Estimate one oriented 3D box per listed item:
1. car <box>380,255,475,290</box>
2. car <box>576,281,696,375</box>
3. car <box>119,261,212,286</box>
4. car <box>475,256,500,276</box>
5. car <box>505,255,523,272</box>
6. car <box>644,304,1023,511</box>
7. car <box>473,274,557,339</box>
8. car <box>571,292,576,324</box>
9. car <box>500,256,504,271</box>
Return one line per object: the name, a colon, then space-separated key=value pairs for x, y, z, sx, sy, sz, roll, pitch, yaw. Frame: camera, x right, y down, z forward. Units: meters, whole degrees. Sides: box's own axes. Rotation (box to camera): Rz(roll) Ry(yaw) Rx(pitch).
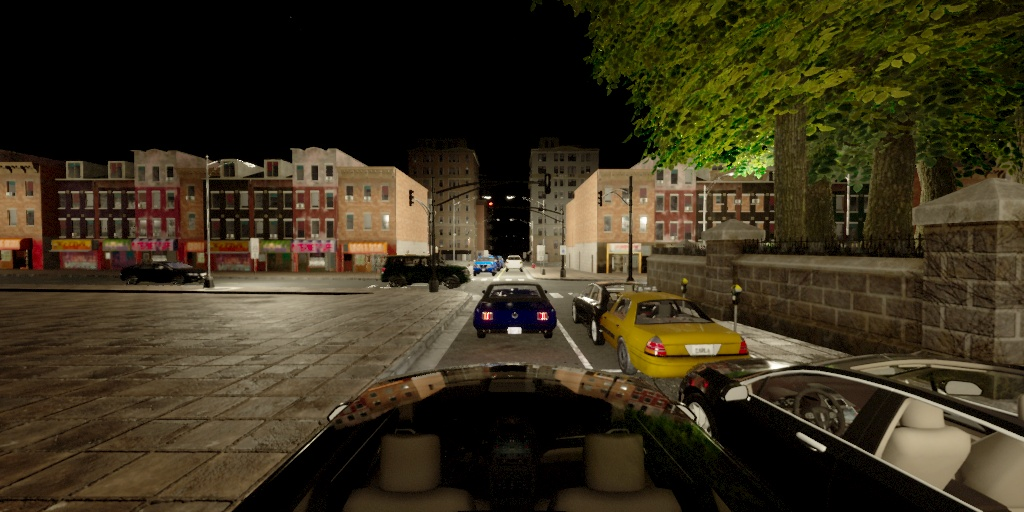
car: x=-5.427 y=0.984 z=22.740 sx=5.566 sy=2.045 sz=2.150 roll=0 pitch=1 yaw=0
car: x=2.688 y=1.275 z=7.326 sx=1.751 sy=1.417 sz=4.829 roll=0 pitch=0 yaw=0
car: x=-21.866 y=1.090 z=22.786 sx=4.902 sy=1.511 sz=2.128 roll=1 pitch=1 yaw=0
car: x=-2.740 y=0.989 z=37.281 sx=2.150 sy=2.045 sz=5.566 roll=0 pitch=0 yaw=0
car: x=0.297 y=1.003 z=48.369 sx=2.150 sy=2.045 sz=5.566 roll=0 pitch=0 yaw=0
car: x=2.637 y=1.300 z=2.164 sx=2.007 sy=1.370 sz=4.403 roll=0 pitch=0 yaw=0
car: x=0.077 y=1.351 z=10.105 sx=1.895 sy=1.301 sz=4.718 roll=0 pitch=0 yaw=0
car: x=2.663 y=1.300 z=9.300 sx=2.007 sy=1.370 sz=4.403 roll=0 pitch=0 yaw=0
car: x=-2.640 y=1.003 z=47.892 sx=2.150 sy=2.045 sz=5.566 roll=0 pitch=0 yaw=1
